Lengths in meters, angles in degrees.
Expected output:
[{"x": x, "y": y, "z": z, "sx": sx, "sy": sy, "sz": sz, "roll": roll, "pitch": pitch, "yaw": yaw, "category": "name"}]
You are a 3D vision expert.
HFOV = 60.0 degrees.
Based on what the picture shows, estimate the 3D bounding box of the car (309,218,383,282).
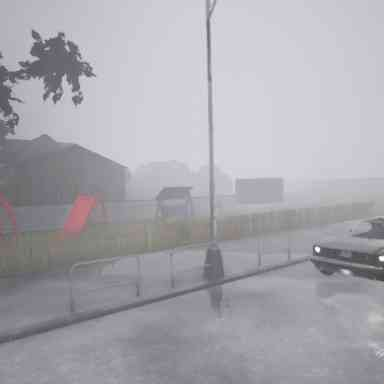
[{"x": 5.104, "y": 1.382, "z": 8.618, "sx": 4.718, "sy": 1.301, "sz": 1.895, "roll": -2, "pitch": 1, "yaw": -38, "category": "car"}]
